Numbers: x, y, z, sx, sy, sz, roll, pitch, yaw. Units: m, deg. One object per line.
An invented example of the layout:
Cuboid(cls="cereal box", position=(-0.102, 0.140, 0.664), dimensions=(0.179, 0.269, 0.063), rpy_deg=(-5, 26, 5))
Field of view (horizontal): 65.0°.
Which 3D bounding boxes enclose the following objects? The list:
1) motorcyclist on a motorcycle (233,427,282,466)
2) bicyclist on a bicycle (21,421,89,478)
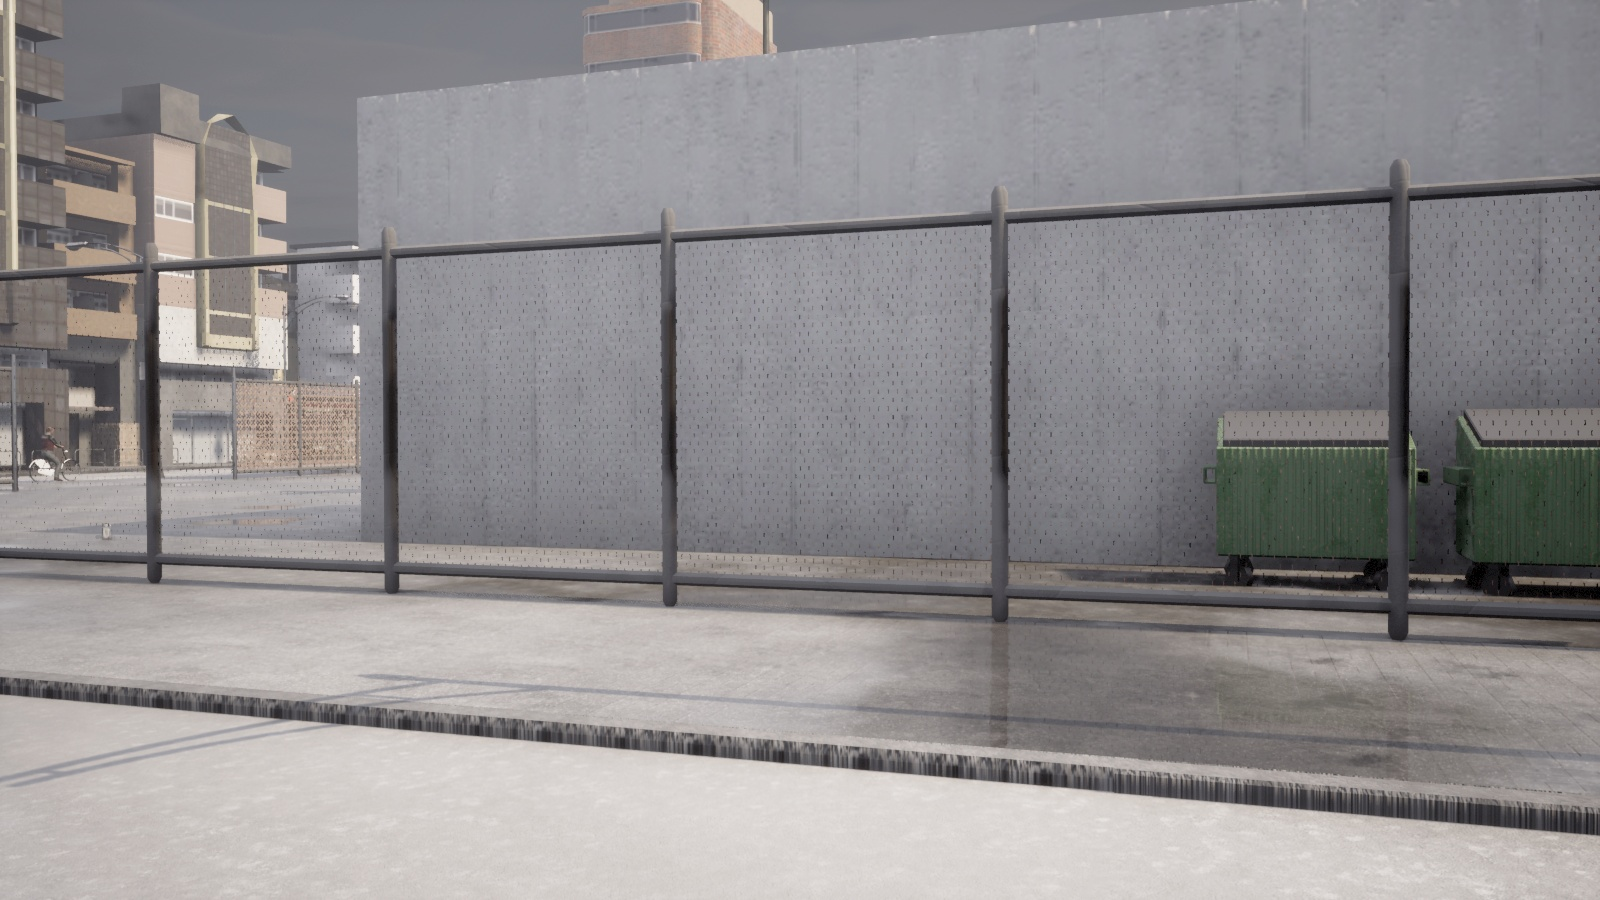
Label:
Cuboid(cls="motorcyclist on a motorcycle", position=(-23.080, -0.163, 53.467), dimensions=(0.866, 1.590, 1.817), rpy_deg=(1, 1, 24))
Cuboid(cls="bicyclist on a bicycle", position=(-23.671, -0.031, 39.939), dimensions=(0.659, 1.776, 1.843), rpy_deg=(1, 1, 19))
